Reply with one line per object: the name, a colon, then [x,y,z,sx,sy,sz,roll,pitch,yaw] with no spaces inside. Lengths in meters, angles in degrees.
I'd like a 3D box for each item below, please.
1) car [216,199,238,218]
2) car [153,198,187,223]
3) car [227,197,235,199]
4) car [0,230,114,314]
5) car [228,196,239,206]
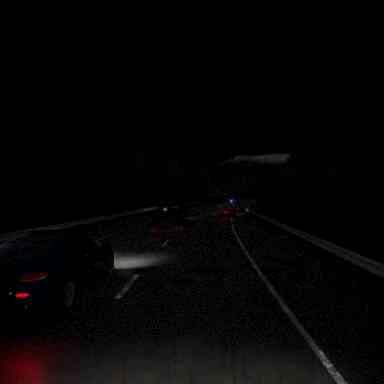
car: [3.595,1.808,34.783,1.882,1.535,5.008,0,-1,7]
car: [-1.782,1.486,28.346,2.150,2.045,5.566,0,-1,6]
car: [4.933,1.976,51.207,2.128,1.511,4.902,0,-1,11]
car: [-3.204,1.595,7.663,1.812,1.442,4.674,0,-1,2]
car: [7.878,1.841,64.671,2.150,2.045,5.566,0,-1,13]
